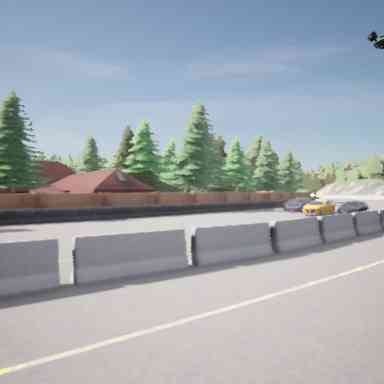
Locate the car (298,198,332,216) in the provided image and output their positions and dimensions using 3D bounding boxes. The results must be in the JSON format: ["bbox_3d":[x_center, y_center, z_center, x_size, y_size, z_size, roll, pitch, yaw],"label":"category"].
[{"bbox_3d":[13.238,1.578,34.400,1.882,1.535,5.008,-1,0,43],"label":"car"}]

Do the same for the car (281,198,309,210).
[{"bbox_3d":[14.385,1.639,46.286,1.882,1.535,5.008,-1,0,40],"label":"car"}]

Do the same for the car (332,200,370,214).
[{"bbox_3d":[15.357,1.569,31.544,1.837,1.490,4.892,-1,0,43],"label":"car"}]

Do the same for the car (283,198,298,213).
[{"bbox_3d":[12.719,1.483,39.011,2.097,1.767,4.553,-1,0,42],"label":"car"}]
